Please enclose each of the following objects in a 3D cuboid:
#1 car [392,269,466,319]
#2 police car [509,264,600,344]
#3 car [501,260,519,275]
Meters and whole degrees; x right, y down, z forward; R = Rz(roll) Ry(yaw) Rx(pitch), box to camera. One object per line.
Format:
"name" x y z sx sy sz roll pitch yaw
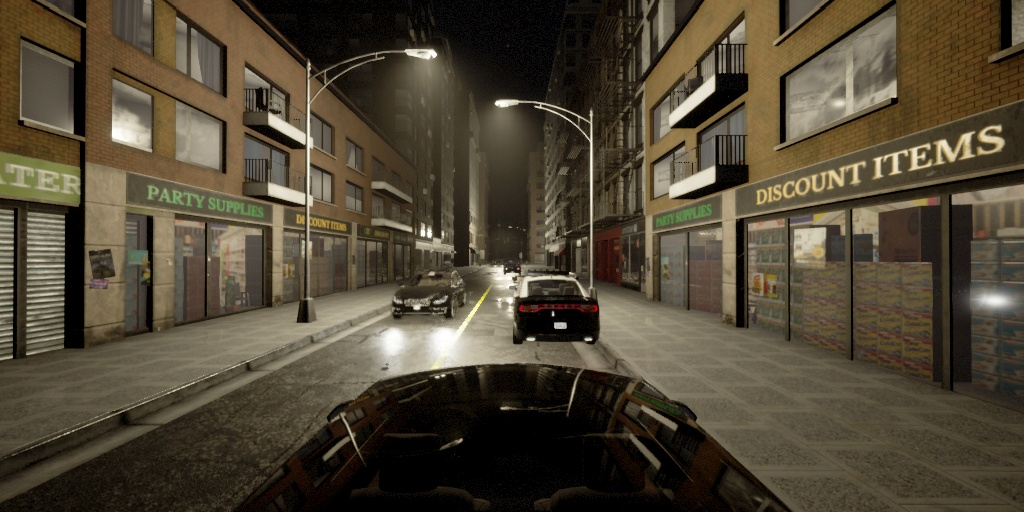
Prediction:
"car" -2.758 1.258 12.805 1.837 1.490 4.892 0 0 0
"police car" 0.957 1.178 9.687 1.930 1.638 5.238 0 0 0
"car" 0.047 1.373 39.269 1.895 1.301 4.718 0 0 0
